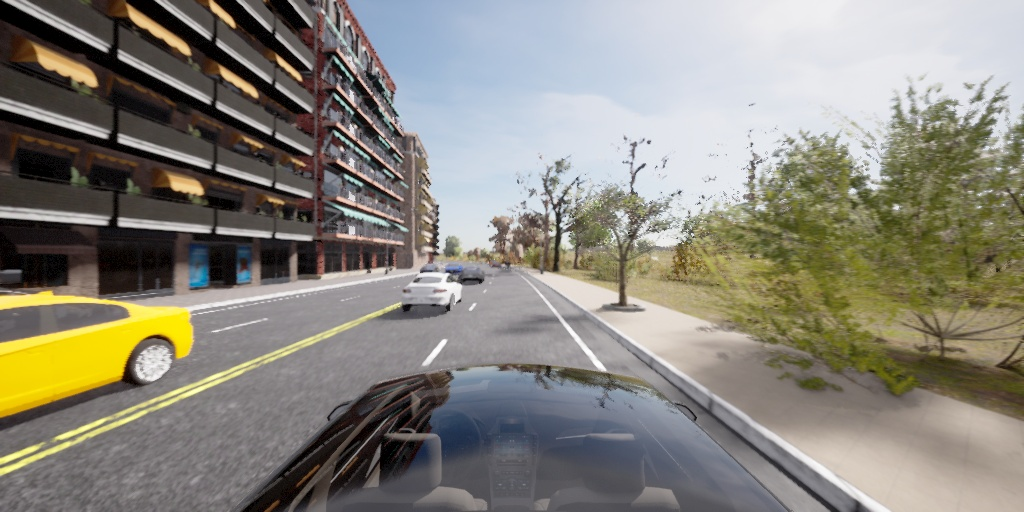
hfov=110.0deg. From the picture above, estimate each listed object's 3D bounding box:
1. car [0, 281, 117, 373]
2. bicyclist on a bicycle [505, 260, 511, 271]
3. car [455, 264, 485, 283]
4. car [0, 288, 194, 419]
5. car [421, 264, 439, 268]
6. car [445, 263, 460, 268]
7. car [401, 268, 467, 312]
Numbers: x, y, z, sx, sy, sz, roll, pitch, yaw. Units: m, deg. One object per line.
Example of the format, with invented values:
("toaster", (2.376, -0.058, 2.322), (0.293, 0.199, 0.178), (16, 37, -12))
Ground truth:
("car", (-9.852, 1.288, 5.651), (1.837, 1.490, 4.892), (0, -1, 0))
("bicyclist on a bicycle", (-0.463, 1.605, 58.489), (0.659, 1.776, 1.843), (0, 0, -4))
("car", (-3.354, 1.565, 30.570), (1.994, 1.385, 4.181), (0, 0, -1))
("car", (-6.601, 1.249, 4.246), (1.882, 1.535, 5.008), (0, -1, 0))
("car", (-10.553, 1.684, 46.293), (2.033, 1.411, 5.357), (0, 0, -2))
("car", (-7.250, 1.601, 44.853), (1.882, 1.535, 5.008), (0, 0, -2))
("car", (-3.160, 1.389, 14.780), (1.812, 1.442, 4.674), (0, -1, 0))
